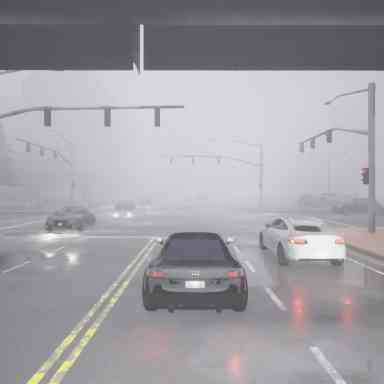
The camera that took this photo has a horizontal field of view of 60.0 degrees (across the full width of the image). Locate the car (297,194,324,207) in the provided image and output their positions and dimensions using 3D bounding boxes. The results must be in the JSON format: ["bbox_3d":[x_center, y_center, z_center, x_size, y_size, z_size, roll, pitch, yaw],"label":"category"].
[{"bbox_3d":[16.646,1.153,47.426,1.932,1.855,4.605,0,0,0],"label":"car"}]

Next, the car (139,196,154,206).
[{"bbox_3d":[-8.047,1.477,56.390,1.882,1.535,5.008,0,0,0],"label":"car"}]

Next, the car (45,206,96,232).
[{"bbox_3d":[-7.190,1.564,20.046,1.994,1.385,4.181,0,0,-1],"label":"car"}]

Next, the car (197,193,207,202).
[{"bbox_3d":[2.405,1.223,77.031,2.150,2.045,5.566,0,0,0],"label":"car"}]

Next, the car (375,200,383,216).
[{"bbox_3d":[19.151,1.601,29.667,4.718,1.301,1.895,0,0,1],"label":"car"}]

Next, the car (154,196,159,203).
[{"bbox_3d":[-8.050,1.524,70.038,1.812,1.442,4.674,0,0,0],"label":"car"}]

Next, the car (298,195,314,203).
[{"bbox_3d":[22.194,1.395,64.856,1.970,1.475,3.806,0,0,0],"label":"car"}]

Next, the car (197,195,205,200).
[{"bbox_3d":[2.346,1.378,86.099,1.994,1.385,4.181,0,0,0],"label":"car"}]

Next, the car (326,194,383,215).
[{"bbox_3d":[16.355,1.352,33.198,4.553,1.767,2.097,0,0,1],"label":"car"}]

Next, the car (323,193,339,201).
[{"bbox_3d":[33.496,1.153,80.040,1.932,1.855,4.605,0,0,0],"label":"car"}]

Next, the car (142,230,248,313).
[{"bbox_3d":[0.067,1.564,7.745,1.994,1.385,4.181,0,0,0],"label":"car"}]

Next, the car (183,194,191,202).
[{"bbox_3d":[-1.095,1.593,77.006,1.895,1.301,4.718,0,0,0],"label":"car"}]

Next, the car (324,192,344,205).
[{"bbox_3d":[19.540,1.156,47.380,1.905,1.878,3.866,0,0,0],"label":"car"}]

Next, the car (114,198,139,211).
[{"bbox_3d":[-7.942,1.601,39.836,1.895,1.301,4.718,0,0,-1],"label":"car"}]

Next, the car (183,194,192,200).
[{"bbox_3d":[-1.154,1.351,86.076,2.128,1.511,4.902,0,0,0],"label":"car"}]

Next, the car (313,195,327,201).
[{"bbox_3d":[30.813,1.364,79.982,1.784,1.438,3.905,0,0,0],"label":"car"}]

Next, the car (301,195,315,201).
[{"bbox_3d":[27.918,1.395,79.974,1.970,1.475,3.806,0,0,0],"label":"car"}]

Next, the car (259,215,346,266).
[{"bbox_3d":[3.582,1.526,11.405,1.812,1.442,4.674,0,0,0],"label":"car"}]
